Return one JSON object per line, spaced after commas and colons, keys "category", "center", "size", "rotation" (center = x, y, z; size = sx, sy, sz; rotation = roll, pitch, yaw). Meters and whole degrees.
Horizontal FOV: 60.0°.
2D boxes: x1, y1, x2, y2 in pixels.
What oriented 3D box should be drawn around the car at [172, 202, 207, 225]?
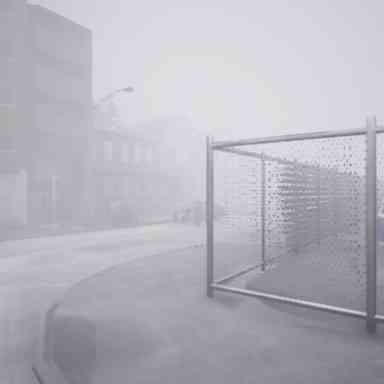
{"category": "car", "center": [0.536, 1.480, 24.437], "size": [2.128, 1.511, 4.902], "rotation": [0, 0, 36]}
